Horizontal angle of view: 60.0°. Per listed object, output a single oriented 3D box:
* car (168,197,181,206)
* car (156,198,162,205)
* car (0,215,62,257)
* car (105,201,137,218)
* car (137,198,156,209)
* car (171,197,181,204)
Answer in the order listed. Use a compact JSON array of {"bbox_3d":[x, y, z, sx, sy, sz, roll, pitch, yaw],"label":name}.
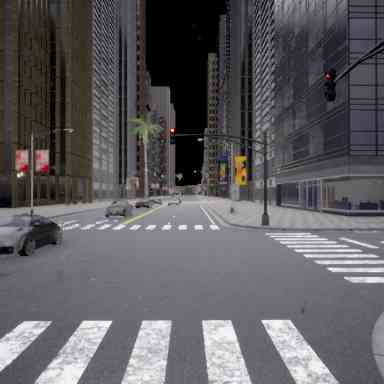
[{"bbox_3d":[-3.266,1.779,59.928,1.895,1.301,4.718,0,0,0],"label":"car"},{"bbox_3d":[-6.641,1.750,61.556,1.994,1.385,4.181,0,0,0],"label":"car"},{"bbox_3d":[-6.625,1.576,12.803,1.994,1.385,4.181,0,0,0],"label":"car"},{"bbox_3d":[-6.655,1.571,30.685,1.837,1.490,4.892,0,0,0],"label":"car"},{"bbox_3d":[-6.682,1.669,46.784,2.033,1.411,5.357,0,0,-1],"label":"car"},{"bbox_3d":[-3.284,1.786,69.824,1.994,1.385,4.181,0,0,0],"label":"car"}]
